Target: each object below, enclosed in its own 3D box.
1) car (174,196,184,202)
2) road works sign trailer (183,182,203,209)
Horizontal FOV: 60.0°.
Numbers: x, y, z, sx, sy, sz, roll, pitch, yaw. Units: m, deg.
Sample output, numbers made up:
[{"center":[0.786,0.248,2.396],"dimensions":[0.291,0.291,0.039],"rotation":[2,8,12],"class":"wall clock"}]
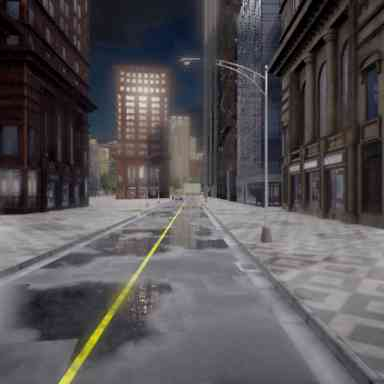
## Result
[{"center":[-3.000,1.594,76.741],"dimensions":[1.837,1.490,4.892],"rotation":[0,0,0],"class":"car"},{"center":[0.001,0.490,44.604],"dimensions":[2.380,3.560,2.880],"rotation":[0,0,0],"class":"road works sign trailer"}]
